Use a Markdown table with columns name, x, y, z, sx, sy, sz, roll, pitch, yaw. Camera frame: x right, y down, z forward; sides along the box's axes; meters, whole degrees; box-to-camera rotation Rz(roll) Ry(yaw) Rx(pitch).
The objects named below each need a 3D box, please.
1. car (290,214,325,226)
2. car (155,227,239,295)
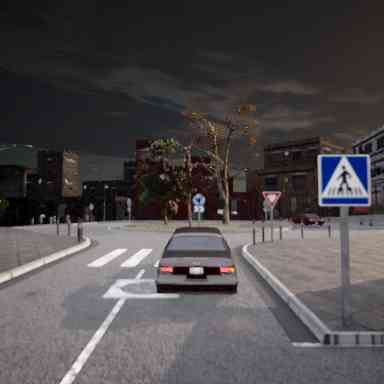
| name | x | y | z | sx | sy | sz | roll | pitch | yaw |
| --- | --- | --- | --- | --- | --- | --- | --- | --- | --- |
| car | 12.361 | 3.003 | 36.087 | 1.895 | 1.301 | 4.718 | 0 | -3 | -8 |
| car | 0.147 | 1.655 | 9.044 | 2.033 | 1.411 | 5.357 | 0 | -1 | 1 |
